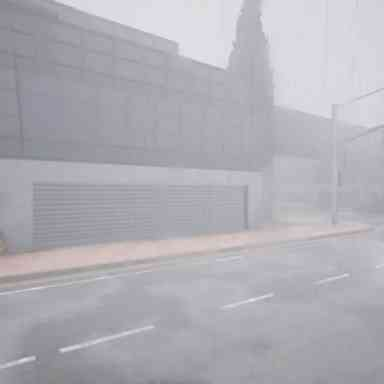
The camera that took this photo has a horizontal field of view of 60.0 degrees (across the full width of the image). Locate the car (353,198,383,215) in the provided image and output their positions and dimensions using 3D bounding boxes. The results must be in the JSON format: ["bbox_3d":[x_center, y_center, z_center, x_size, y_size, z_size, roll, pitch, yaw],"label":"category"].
[{"bbox_3d":[17.760,1.340,31.607,2.097,1.767,4.553,0,0,-35],"label":"car"}]
